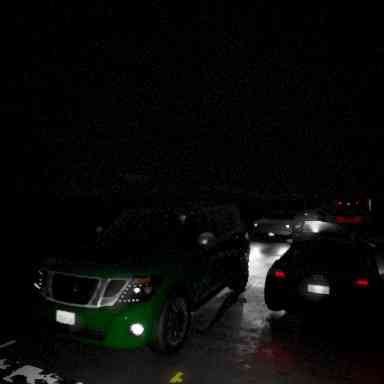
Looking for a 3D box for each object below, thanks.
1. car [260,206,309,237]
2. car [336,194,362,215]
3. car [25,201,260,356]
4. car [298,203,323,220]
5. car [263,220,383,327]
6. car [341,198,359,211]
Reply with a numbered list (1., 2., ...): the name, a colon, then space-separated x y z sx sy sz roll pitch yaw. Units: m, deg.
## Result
1. car: 4.562 1.610 17.054 1.895 1.301 4.718 0 0 26
2. car: 16.067 1.240 34.028 2.150 2.045 5.566 0 0 26
3. car: -0.428 1.232 6.669 2.150 2.045 5.566 0 0 25
4. car: 9.716 1.582 27.598 1.994 1.385 4.181 0 0 26
5. car: 2.951 1.563 7.254 1.994 1.385 4.181 0 0 26
6. car: 20.731 1.578 43.684 2.033 1.411 5.357 0 0 26
